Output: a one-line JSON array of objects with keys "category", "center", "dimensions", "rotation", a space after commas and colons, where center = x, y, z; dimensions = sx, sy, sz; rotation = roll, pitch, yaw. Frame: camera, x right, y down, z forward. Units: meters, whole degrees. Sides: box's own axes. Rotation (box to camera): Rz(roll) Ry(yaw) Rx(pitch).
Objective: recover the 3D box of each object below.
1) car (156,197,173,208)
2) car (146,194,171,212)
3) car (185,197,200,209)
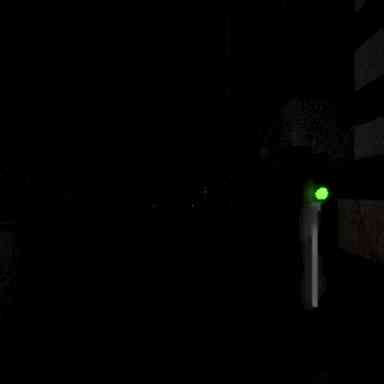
[{"category": "car", "center": [-4.114, 1.553, 50.255], "dimensions": [2.033, 1.411, 5.357], "rotation": [0, 0, 1]}, {"category": "car", "center": [-4.133, 1.226, 39.611], "dimensions": [2.150, 2.045, 5.566], "rotation": [0, 0, 0]}, {"category": "car", "center": [0.052, 1.509, 45.841], "dimensions": [1.837, 1.490, 4.892], "rotation": [0, 0, 0]}]
